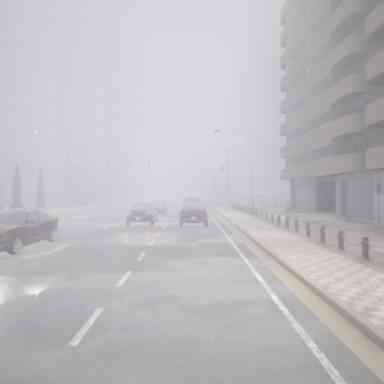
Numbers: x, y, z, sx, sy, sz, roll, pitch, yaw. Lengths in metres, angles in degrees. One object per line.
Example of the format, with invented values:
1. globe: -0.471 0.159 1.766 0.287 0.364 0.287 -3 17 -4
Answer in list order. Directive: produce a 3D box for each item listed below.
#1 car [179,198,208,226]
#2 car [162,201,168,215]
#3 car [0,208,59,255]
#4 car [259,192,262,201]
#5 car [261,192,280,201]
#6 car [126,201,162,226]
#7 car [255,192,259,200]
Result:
1. car: 0.106 1.445 22.932 1.882 1.535 5.008 0 0 0
2. car: -3.446 1.553 33.147 1.895 1.301 4.718 0 0 0
3. car: -7.067 1.458 13.357 1.882 1.535 5.008 0 0 0
4. car: 20.783 1.292 89.290 3.905 1.438 1.784 0 0 0
5. car: 20.798 1.327 86.395 3.806 1.475 1.970 0 0 0
6. car: -3.397 1.492 23.131 1.812 1.442 4.674 0 0 0
7. car: 20.718 1.077 91.973 4.605 1.855 1.932 0 0 0
